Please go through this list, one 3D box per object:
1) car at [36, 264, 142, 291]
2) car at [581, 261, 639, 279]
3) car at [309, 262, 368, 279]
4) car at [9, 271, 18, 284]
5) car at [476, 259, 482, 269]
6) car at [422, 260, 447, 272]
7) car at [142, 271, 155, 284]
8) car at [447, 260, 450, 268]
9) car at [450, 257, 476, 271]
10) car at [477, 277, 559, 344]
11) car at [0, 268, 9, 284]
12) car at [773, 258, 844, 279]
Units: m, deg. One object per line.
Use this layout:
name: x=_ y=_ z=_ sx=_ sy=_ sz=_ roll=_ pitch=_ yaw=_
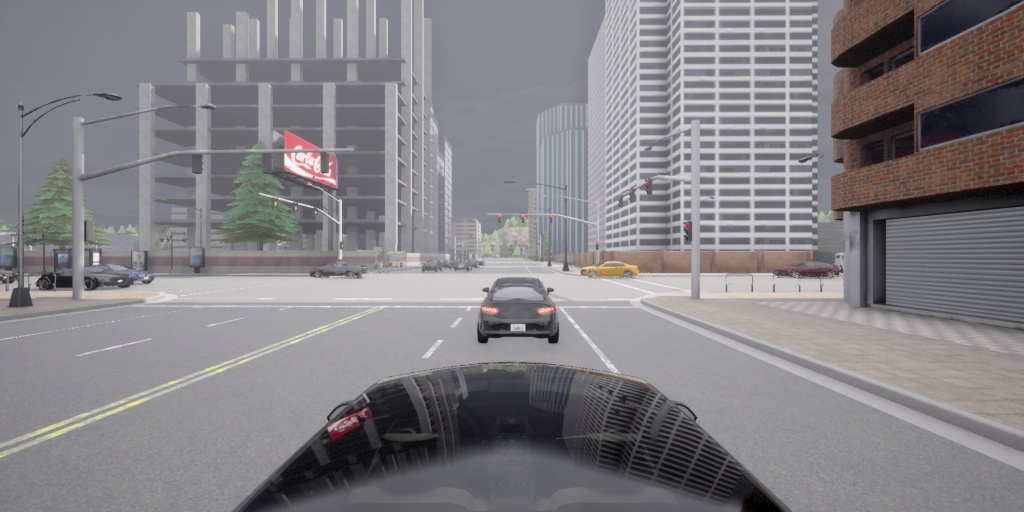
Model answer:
car: x=-25.501 y=1.314 z=21.518 sx=4.181 sy=1.385 sz=1.994 roll=0 pitch=0 yaw=0
car: x=8.745 y=1.228 z=32.205 sx=5.008 sy=1.535 sz=1.882 roll=0 pitch=0 yaw=5
car: x=-15.516 y=1.241 z=32.150 sx=4.902 sy=1.511 sz=2.128 roll=0 pitch=0 yaw=0
car: x=-37.843 y=1.255 z=25.108 sx=4.892 sy=1.490 sz=1.837 roll=0 pitch=0 yaw=0
car: x=-6.409 y=1.254 z=57.929 sx=1.837 sy=1.490 sz=4.892 roll=0 pitch=0 yaw=1
car: x=-10.073 y=1.255 z=45.653 sx=1.837 sy=1.490 sz=4.892 roll=0 pitch=0 yaw=1
car: x=-27.853 y=1.276 z=25.035 sx=4.674 sy=1.442 sz=1.812 roll=0 pitch=0 yaw=0
car: x=-9.950 y=1.297 z=55.389 sx=2.033 sy=1.411 sz=5.357 roll=0 pitch=0 yaw=1
car: x=-6.533 y=1.241 z=48.558 sx=2.128 sy=1.511 sz=4.902 roll=0 pitch=0 yaw=1
car: x=0.161 y=1.276 z=9.513 sx=1.812 sy=1.442 sz=4.674 roll=0 pitch=0 yaw=1
car: x=-34.199 y=1.102 z=21.581 sx=4.553 sy=1.767 sz=2.097 roll=0 pitch=0 yaw=0
car: x=26.037 y=1.227 z=31.852 sx=5.008 sy=1.535 sz=1.882 roll=0 pitch=0 yaw=1
